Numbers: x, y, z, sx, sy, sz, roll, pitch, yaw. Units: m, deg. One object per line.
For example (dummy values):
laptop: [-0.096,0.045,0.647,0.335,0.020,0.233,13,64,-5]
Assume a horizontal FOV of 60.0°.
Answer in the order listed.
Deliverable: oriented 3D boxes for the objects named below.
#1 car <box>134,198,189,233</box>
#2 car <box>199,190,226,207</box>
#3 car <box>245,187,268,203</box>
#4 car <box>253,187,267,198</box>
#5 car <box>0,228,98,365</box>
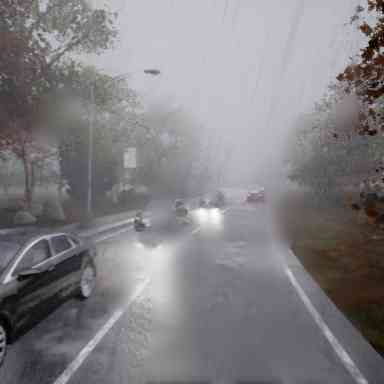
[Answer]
car: [-1.404,1.093,16.962,2.128,1.511,4.902,0,2,12]
car: [1.976,0.581,31.579,2.128,1.511,4.902,0,2,15]
car: [7.178,0.376,37.307,1.812,1.442,4.674,0,2,15]
car: [9.729,0.018,47.356,1.812,1.442,4.674,0,2,12]
car: [-3.098,1.415,5.384,2.128,1.511,4.902,0,1,5]
